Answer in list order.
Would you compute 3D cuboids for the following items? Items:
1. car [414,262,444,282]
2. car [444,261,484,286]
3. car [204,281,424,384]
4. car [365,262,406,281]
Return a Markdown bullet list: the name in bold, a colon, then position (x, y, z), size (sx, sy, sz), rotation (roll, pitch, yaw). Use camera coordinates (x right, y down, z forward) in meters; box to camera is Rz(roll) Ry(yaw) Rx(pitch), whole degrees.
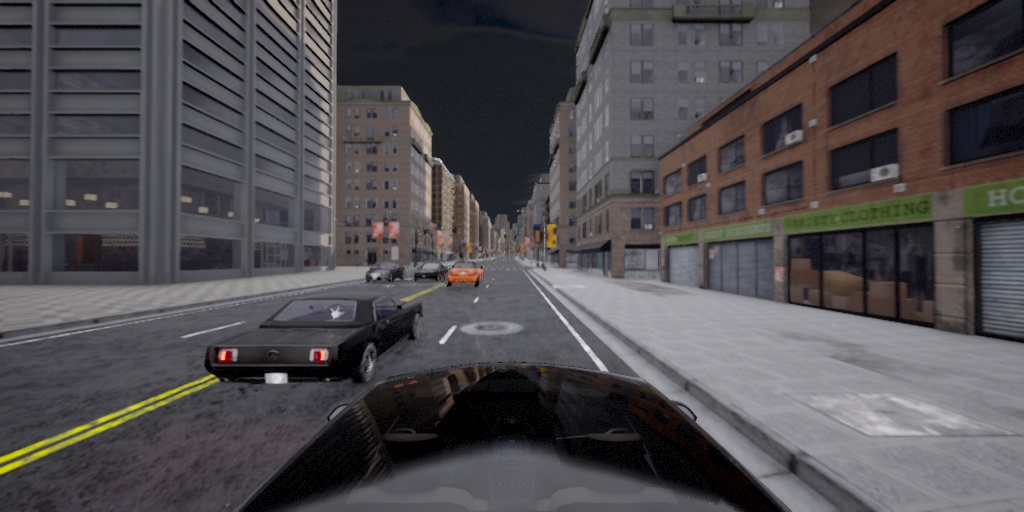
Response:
- **car**: position (-6.552, 1.248, 29.274), size (1.882, 1.535, 5.008), rotation (0, 0, 0)
- **car**: position (-3.161, 1.120, 25.207), size (2.097, 1.767, 4.553), rotation (0, 0, 0)
- **car**: position (-3.152, 1.356, 7.029), size (1.895, 1.301, 4.718), rotation (0, 0, 0)
- **car**: position (-9.812, 1.263, 28.158), size (2.128, 1.511, 4.902), rotation (0, 0, 0)
